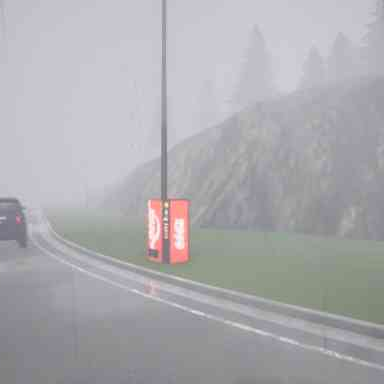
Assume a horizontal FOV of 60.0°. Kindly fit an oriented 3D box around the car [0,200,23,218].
[{"bbox_3d":[-16.826,1.535,30.968,1.812,1.442,4.674,0,0,-26],"label":"car"}]

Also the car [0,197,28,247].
[{"bbox_3d":[-8.523,1.225,14.498,2.150,2.045,5.566,0,0,-31],"label":"car"}]

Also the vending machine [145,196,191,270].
[{"bbox_3d":[-0.740,1.197,10.324,1.100,2.100,0.880,0,0,-42],"label":"vending machine"}]
